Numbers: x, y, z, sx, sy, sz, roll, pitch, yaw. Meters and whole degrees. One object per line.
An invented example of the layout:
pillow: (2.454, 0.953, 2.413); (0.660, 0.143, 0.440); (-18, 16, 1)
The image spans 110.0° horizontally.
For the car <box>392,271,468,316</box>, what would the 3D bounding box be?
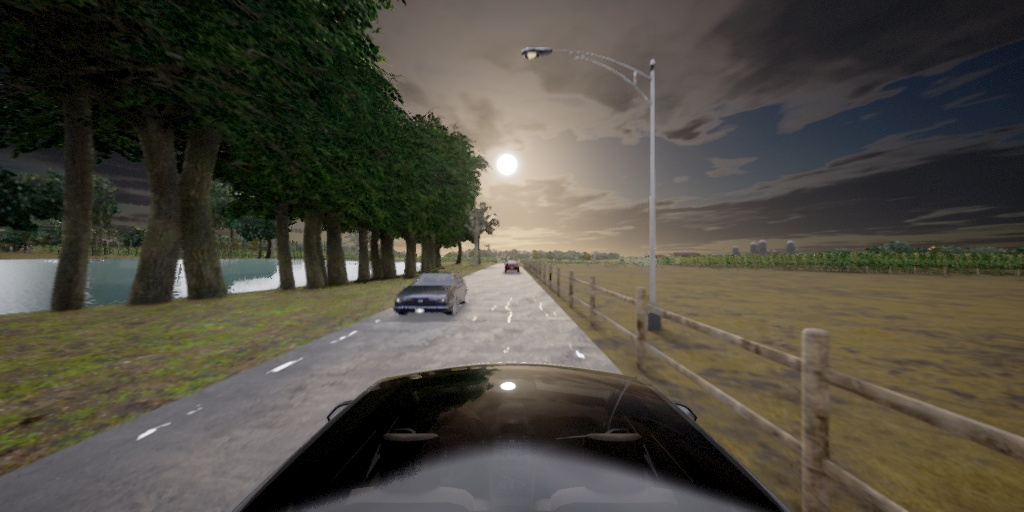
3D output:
car: (-2.800, 1.294, 13.599); (2.033, 1.411, 5.357); (0, 0, 0)

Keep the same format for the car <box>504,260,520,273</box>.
car: (-0.008, 1.286, 45.848); (1.882, 1.535, 5.008); (0, 0, 0)
